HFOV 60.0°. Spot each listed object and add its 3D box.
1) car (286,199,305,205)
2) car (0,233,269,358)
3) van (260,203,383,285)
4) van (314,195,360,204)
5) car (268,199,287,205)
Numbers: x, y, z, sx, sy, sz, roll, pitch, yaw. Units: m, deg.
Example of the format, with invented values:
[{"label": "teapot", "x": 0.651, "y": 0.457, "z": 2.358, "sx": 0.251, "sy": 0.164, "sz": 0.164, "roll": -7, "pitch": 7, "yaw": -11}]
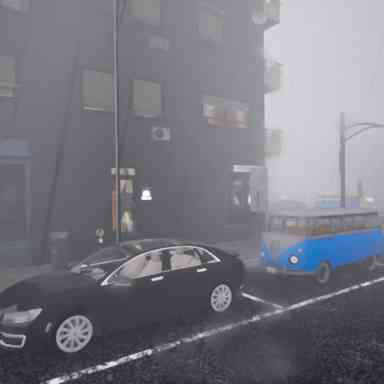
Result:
[{"label": "car", "x": 9.675, "y": 1.394, "z": 34.284, "sx": 1.947, "sy": 1.339, "sz": 4.313, "roll": -1, "pitch": 1, "yaw": -35}, {"label": "car", "x": -0.960, "y": 1.550, "z": 5.883, "sx": 4.403, "sy": 1.369, "sz": 2.008, "roll": 0, "pitch": -1, "yaw": -35}, {"label": "van", "x": 3.602, "y": 1.338, "z": 9.133, "sx": 3.998, "sy": 1.788, "sz": 1.690, "roll": 0, "pitch": -1, "yaw": -35}, {"label": "van", "x": 12.849, "y": 1.195, "z": 29.763, "sx": 1.690, "sy": 1.788, "sz": 3.998, "roll": -1, "pitch": 1, "yaw": -35}, {"label": "car", "x": 5.785, "y": 1.518, "z": 29.743, "sx": 1.895, "sy": 1.301, "sz": 4.718, "roll": -1, "pitch": 1, "yaw": -35}]
